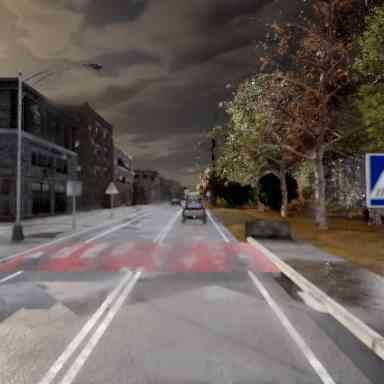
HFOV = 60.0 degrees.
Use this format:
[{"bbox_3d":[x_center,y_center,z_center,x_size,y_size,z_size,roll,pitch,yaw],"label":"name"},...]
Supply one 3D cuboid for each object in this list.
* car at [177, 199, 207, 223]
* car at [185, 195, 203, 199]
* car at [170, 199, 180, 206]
[{"bbox_3d":[0.163,1.574,26.409,2.128,1.511,4.902,0,0,0],"label":"car"},{"bbox_3d":[0.237,1.396,44.081,2.150,2.045,5.566,0,0,0],"label":"car"},{"bbox_3d":[-3.011,1.956,62.541,2.033,1.411,5.357,0,-1,1],"label":"car"}]
